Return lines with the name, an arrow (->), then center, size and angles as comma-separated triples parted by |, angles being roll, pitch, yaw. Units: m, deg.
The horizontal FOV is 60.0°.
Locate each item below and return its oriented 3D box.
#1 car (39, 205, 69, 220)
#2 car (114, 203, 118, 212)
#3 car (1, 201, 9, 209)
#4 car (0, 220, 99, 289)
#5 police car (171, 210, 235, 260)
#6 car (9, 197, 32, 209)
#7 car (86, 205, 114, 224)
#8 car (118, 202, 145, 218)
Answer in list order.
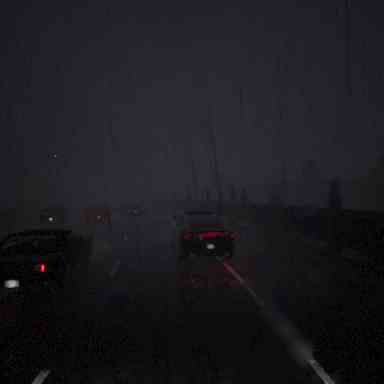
car -> -11.336, 1.820, 27.465 | 1.837, 1.490, 4.892 | 0, -1, -16
car -> -9.789, 2.084, 45.745 | 1.895, 1.301, 4.718 | 0, -1, -18
car -> -32.936, 2.283, 59.769 | 2.128, 1.511, 4.902 | 0, -1, -18
car -> -4.095, 1.706, 9.376 | 1.895, 1.301, 4.718 | 0, -1, -6
police car -> 0.258, 1.548, 13.141 | 1.930, 1.638, 5.238 | 0, -1, -8
car -> -27.249, 1.887, 53.522 | 2.150, 2.045, 5.566 | 0, -1, -18
car -> -7.750, 1.773, 27.621 | 1.882, 1.535, 5.008 | 0, -1, -16
car -> -6.170, 1.917, 34.717 | 1.994, 1.385, 4.181 | 0, -1, -18
